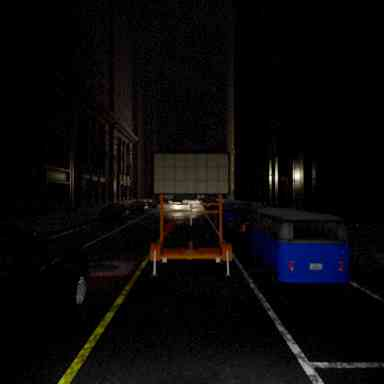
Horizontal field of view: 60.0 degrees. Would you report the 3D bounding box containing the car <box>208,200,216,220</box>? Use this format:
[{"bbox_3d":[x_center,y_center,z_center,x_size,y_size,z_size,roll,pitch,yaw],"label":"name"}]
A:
[{"bbox_3d":[2.616,1.611,25.840,2.008,1.369,4.403,1,0,0],"label":"car"}]

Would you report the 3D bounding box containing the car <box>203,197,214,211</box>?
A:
[{"bbox_3d":[2.591,1.632,37.090,2.008,1.369,4.403,1,0,0],"label":"car"}]

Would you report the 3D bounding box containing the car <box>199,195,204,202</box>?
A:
[{"bbox_3d":[2.553,1.652,53.963,1.887,1.381,4.507,1,0,0],"label":"car"}]

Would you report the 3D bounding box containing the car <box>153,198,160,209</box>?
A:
[{"bbox_3d":[-5.959,1.625,48.144,1.752,1.417,4.829,1,0,0],"label":"car"}]

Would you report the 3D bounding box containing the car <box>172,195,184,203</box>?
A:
[{"bbox_3d":[-3.163,1.476,71.239,2.097,1.767,4.553,0,0,0],"label":"car"}]

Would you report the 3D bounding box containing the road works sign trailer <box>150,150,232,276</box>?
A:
[{"bbox_3d":[-0.024,0.491,10.422,2.380,3.560,2.880,0,0,0],"label":"road works sign trailer"}]

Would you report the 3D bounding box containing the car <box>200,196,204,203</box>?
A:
[{"bbox_3d":[2.566,1.644,48.338,1.887,1.381,4.507,1,0,0],"label":"car"}]

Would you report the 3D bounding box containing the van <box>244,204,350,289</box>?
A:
[{"bbox_3d":[2.657,1.364,8.966,1.690,1.788,3.998,1,0,0],"label":"van"}]

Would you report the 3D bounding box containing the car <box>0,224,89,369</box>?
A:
[{"bbox_3d":[-3.112,1.491,5.086,1.882,1.535,5.008,0,0,0],"label":"car"}]

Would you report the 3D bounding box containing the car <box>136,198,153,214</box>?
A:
[{"bbox_3d":[-5.934,1.632,37.065,2.008,1.369,4.403,1,0,0],"label":"car"}]

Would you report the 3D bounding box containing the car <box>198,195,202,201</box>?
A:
[{"bbox_3d":[2.540,1.658,59.588,1.887,1.381,4.507,1,0,0],"label":"car"}]

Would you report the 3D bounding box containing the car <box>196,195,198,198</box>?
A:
[{"bbox_3d":[2.490,1.677,82.087,1.887,1.381,4.507,1,0,0],"label":"car"}]

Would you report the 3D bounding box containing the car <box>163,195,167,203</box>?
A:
[{"bbox_3d":[-5.986,1.696,59.563,1.802,1.307,4.206,1,0,0],"label":"car"}]

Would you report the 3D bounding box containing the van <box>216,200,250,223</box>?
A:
[{"bbox_3d":[2.631,1.390,20.216,1.690,1.788,3.998,1,0,0],"label":"van"}]

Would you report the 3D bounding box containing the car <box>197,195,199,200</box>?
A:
[{"bbox_3d":[2.527,1.685,65.214,1.947,1.339,4.313,1,0,0],"label":"car"}]

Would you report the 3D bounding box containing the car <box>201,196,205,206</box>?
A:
[{"bbox_3d":[2.578,1.635,42.714,1.887,1.381,4.507,1,0,0],"label":"car"}]

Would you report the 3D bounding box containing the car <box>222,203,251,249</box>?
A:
[{"bbox_3d":[2.643,1.477,14.591,1.967,1.590,4.097,1,0,0],"label":"car"}]

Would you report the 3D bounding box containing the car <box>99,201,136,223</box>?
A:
[{"bbox_3d":[-5.909,1.605,25.816,1.887,1.381,4.507,1,0,0],"label":"car"}]

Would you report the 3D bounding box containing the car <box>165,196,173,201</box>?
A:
[{"bbox_3d":[-6.049,1.703,87.685,1.947,1.339,4.313,1,0,0],"label":"car"}]

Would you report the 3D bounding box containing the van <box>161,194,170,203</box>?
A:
[{"bbox_3d":[-6.021,1.470,76.437,1.690,1.788,3.998,1,0,0],"label":"van"}]

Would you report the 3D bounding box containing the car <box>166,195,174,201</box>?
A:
[{"bbox_3d":[-6.060,1.581,93.310,1.967,1.590,4.097,1,0,0],"label":"car"}]

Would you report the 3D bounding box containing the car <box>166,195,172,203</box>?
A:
[{"bbox_3d":[-6.009,1.564,70.812,1.967,1.590,4.097,1,0,0],"label":"car"}]
